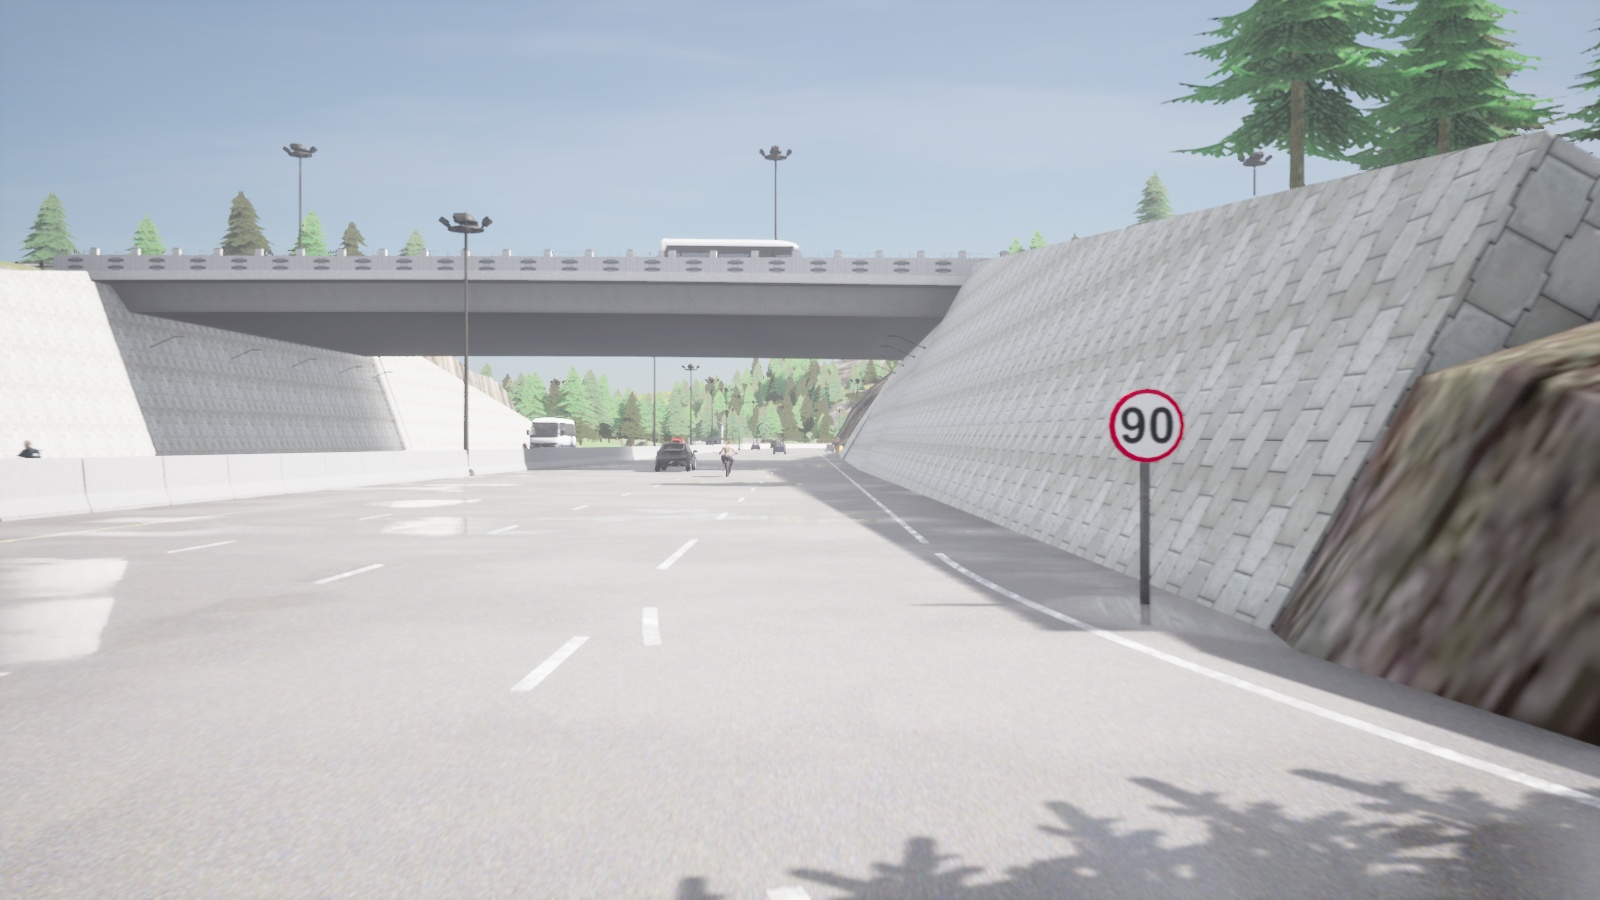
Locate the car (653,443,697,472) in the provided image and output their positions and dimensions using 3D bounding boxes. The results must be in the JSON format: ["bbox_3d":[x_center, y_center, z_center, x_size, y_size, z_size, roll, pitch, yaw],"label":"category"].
[{"bbox_3d":[-6.604,0.369,66.922,1.837,1.490,4.892,0,0,0],"label":"car"}]

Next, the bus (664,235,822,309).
[{"bbox_3d":[-3.734,-11.902,84.197,10.273,4.253,3.944,1,0,1],"label":"bus"}]
